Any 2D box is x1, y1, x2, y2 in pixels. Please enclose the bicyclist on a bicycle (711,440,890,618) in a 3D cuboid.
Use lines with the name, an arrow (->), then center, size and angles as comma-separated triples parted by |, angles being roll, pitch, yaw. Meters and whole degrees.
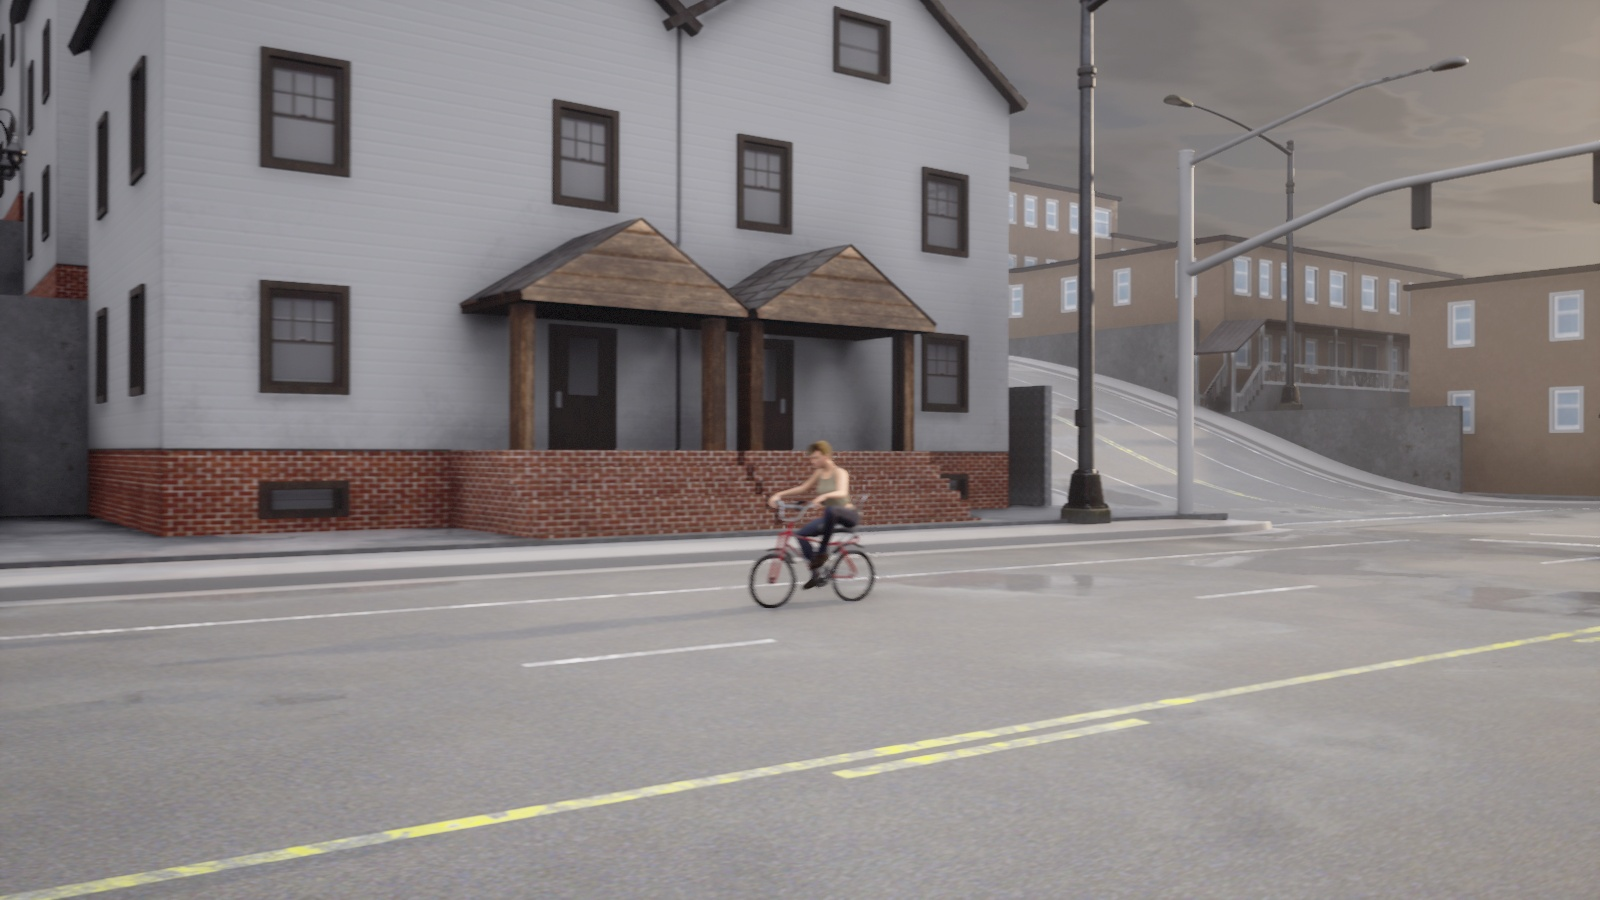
bicyclist on a bicycle -> 0.012, 0.711, 12.164 | 1.509, 1.612, 0.866 | 0, 0, -34
